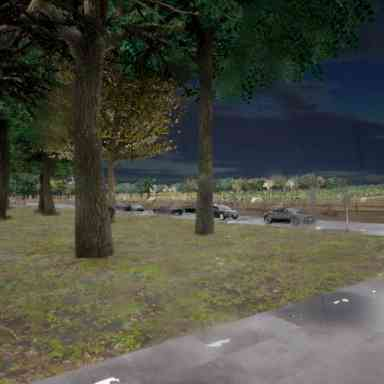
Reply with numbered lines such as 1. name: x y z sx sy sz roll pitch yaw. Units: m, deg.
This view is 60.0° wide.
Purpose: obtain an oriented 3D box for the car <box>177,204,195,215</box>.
1. car: 0.529 2.204 42.069 1.895 1.301 4.718 -1 0 -35

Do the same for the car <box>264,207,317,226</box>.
1. car: 7.766 1.913 26.658 1.994 1.385 4.181 -1 0 -35

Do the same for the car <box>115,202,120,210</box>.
1. car: -13.901 2.600 62.581 1.994 1.385 4.181 -1 0 -35

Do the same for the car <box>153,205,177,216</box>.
1. car: -3.039 2.291 42.035 1.895 1.301 4.718 -1 0 -35

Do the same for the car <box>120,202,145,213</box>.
1. car: -8.764 2.426 50.241 1.994 1.385 4.181 -1 0 -35

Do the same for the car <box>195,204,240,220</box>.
1. car: 2.738 2.015 33.805 1.837 1.490 4.892 -1 0 -35
